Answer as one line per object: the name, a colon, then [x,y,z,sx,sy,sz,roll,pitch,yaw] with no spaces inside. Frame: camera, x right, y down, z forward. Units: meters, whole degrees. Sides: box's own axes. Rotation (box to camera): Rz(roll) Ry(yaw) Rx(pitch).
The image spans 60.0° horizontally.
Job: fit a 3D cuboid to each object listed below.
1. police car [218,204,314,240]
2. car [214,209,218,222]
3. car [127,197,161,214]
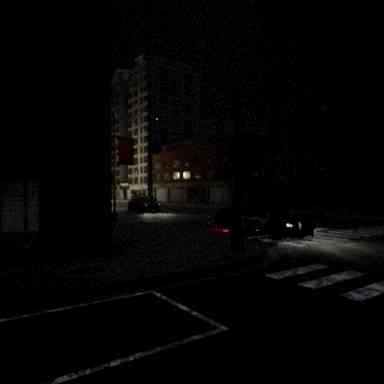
police car: [3.871,1.489,17.294,2.038,1.542,4.974,0,0,-35]
car: [3.413,1.530,23.374,1.994,1.385,4.181,0,0,-35]
car: [-5.140,1.296,35.404,2.097,1.767,4.553,0,0,-35]
